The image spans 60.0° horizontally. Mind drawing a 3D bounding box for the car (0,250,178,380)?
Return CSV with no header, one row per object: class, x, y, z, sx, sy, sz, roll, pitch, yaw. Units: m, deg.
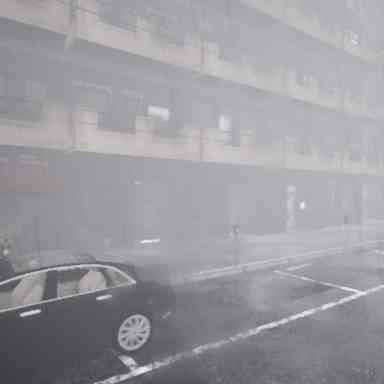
car,-2.264,1.550,4.472,4.403,1.369,2.008,0,1,-35
